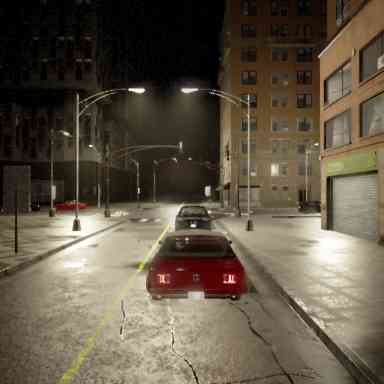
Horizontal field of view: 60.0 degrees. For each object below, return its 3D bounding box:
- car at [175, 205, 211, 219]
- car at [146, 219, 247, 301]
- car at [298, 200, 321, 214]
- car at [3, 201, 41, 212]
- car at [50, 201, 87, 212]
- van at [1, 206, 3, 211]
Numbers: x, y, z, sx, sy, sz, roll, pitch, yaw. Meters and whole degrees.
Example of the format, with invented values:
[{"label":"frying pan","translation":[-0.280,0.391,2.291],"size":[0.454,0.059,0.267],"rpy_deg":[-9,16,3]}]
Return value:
[{"label":"car","translation":[0.059,1.474,18.431],"size":[1.882,1.535,5.008],"rpy_deg":[0,0,0]},{"label":"car","translation":[0.081,1.601,8.282],"size":[1.895,1.301,4.718],"rpy_deg":[0,0,0]},{"label":"car","translation":[12.041,1.415,30.826],"size":[4.313,1.339,1.947],"rpy_deg":[0,0,0]},{"label":"car","translation":[-20.202,1.725,39.315],"size":[4.313,1.339,1.947],"rpy_deg":[0,0,0]},{"label":"car","translation":[-14.553,1.701,39.321],"size":[4.206,1.307,1.802],"rpy_deg":[0,0,0]},{"label":"van","translation":[-20.185,1.425,30.790],"size":[3.998,1.788,1.690],"rpy_deg":[0,0,0]}]
